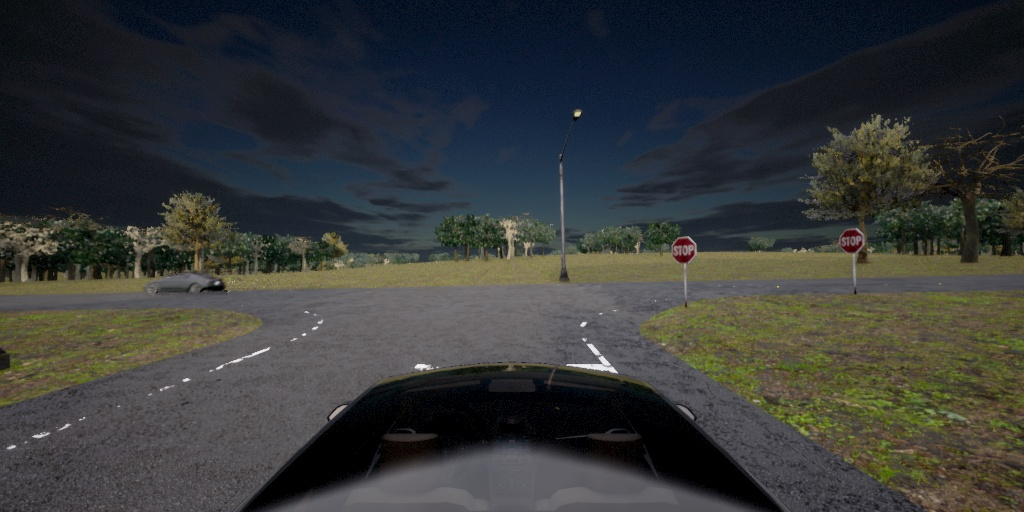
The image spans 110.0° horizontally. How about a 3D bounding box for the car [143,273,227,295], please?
[{"bbox_3d":[-21.141,1.774,23.281,4.181,1.385,1.994,-1,-2,0],"label":"car"}]
